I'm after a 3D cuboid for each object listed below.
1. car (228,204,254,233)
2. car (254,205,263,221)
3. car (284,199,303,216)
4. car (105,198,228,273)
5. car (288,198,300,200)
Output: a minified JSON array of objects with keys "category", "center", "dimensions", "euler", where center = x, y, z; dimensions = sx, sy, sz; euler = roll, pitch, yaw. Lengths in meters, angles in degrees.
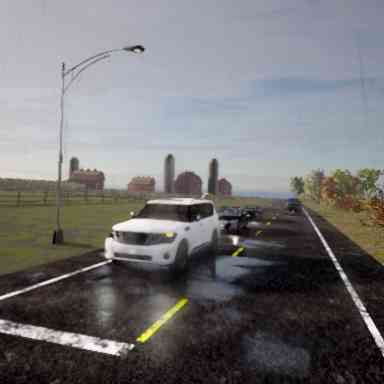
[{"category":"car","center":[2.374,1.644,20.956],"dimensions":[2.128,1.511,4.902],"euler":[2,0,17]},{"category":"car","center":[5.398,1.846,30.541],"dimensions":[1.994,1.385,4.181],"euler":[2,0,17]},{"category":"car","center":[12.360,2.034,40.529],"dimensions":[1.837,1.490,4.892],"euler":[2,0,17]},{"category":"car","center":[-0.635,1.248,11.371],"dimensions":[2.150,2.045,5.566],"euler":[2,0,20]},{"category":"car","center":[15.296,1.879,50.090],"dimensions":[2.150,2.045,5.566],"euler":[2,0,17]}]
